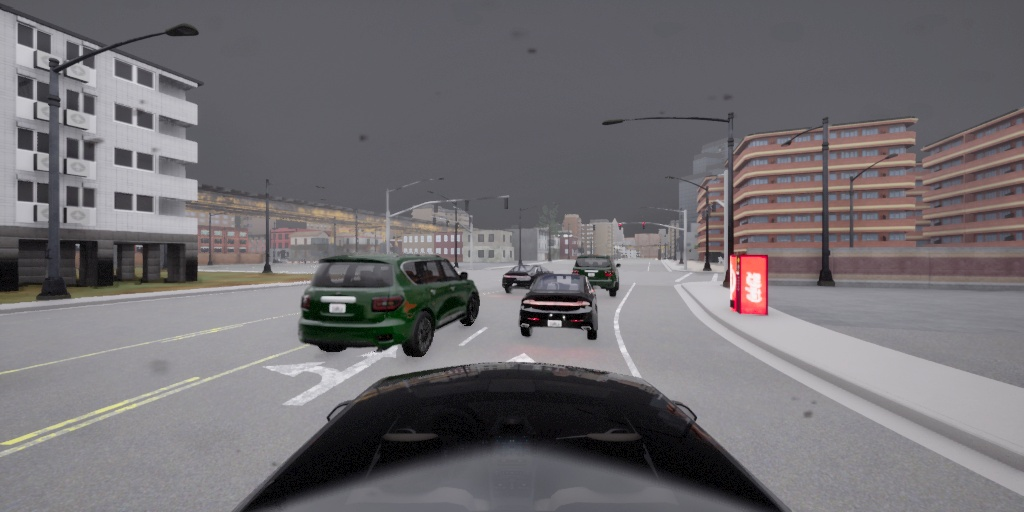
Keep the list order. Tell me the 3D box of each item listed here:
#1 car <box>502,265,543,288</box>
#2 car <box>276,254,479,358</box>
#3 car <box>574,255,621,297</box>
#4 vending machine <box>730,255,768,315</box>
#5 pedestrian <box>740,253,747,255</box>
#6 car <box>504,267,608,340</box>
[{"bbox_3d":[1.124,1.241,20.177,2.128,1.511,4.902,0,0,24],"label":"car"},{"bbox_3d":[-2.477,0.973,8.760,2.150,2.045,5.566,0,0,11],"label":"car"},{"bbox_3d":[4.572,0.971,19.341,2.150,2.045,5.566,0,0,19],"label":"car"},{"bbox_3d":[7.821,0.945,11.848,1.100,2.100,0.880,0,0,20],"label":"vending machine"},{"bbox_3d":[8.055,0.795,12.467,0.375,1.860,0.375,0,0,21],"label":"pedestrian"},{"bbox_3d":[1.444,1.241,10.101,2.128,1.511,4.902,0,0,12],"label":"car"}]
